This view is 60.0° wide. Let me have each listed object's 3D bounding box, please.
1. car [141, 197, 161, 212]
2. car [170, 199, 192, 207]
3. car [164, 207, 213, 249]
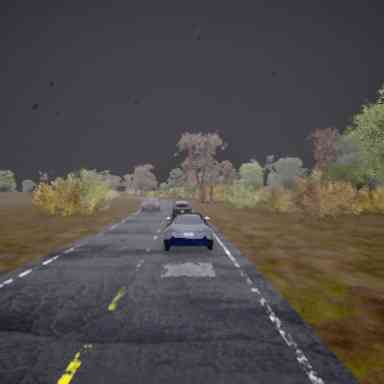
[{"bbox_3d":[-4.740,1.334,38.903,2.097,1.767,4.553,0,0,-5],"label":"car"},{"bbox_3d":[-1.027,1.485,31.925,1.837,1.490,4.892,0,0,-4],"label":"car"},{"bbox_3d":[-0.177,1.553,14.458,1.994,1.385,4.181,0,0,-2],"label":"car"}]
